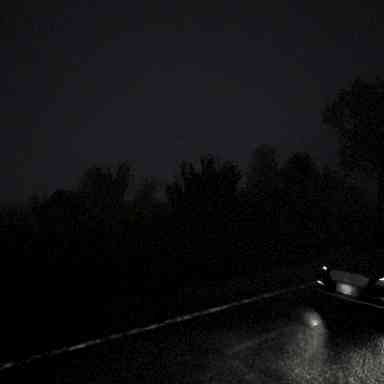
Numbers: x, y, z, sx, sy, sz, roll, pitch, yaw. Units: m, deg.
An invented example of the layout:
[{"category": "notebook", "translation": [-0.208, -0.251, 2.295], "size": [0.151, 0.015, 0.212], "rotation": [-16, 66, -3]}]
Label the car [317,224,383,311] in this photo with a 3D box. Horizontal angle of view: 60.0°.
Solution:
[{"category": "car", "translation": [4.758, 1.474, 7.389], "size": [4.902, 1.511, 2.128], "rotation": [0, 0, -36]}]
